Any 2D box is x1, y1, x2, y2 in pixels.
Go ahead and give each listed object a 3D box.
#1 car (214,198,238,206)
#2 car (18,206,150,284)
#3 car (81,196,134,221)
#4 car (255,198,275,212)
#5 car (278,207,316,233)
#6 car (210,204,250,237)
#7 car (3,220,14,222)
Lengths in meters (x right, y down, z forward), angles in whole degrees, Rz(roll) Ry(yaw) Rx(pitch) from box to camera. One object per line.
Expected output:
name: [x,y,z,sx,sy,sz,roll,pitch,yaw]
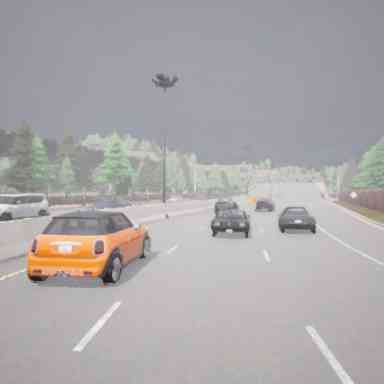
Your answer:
car: [3.713,1.438,35.584,2.128,1.511,4.902,0,0,19]
car: [-2.668,1.317,9.699,2.097,1.767,4.553,0,0,6]
car: [-6.657,1.260,26.792,2.097,1.767,4.553,0,0,16]
car: [8.625,1.470,39.098,1.837,1.490,4.892,0,0,19]
car: [6.208,1.556,19.944,1.994,1.385,4.181,0,0,13]
car: [2.215,1.575,18.103,1.895,1.301,4.718,0,0,11]
car: [-11.585,1.114,21.529,2.150,2.045,5.566,0,0,12]
